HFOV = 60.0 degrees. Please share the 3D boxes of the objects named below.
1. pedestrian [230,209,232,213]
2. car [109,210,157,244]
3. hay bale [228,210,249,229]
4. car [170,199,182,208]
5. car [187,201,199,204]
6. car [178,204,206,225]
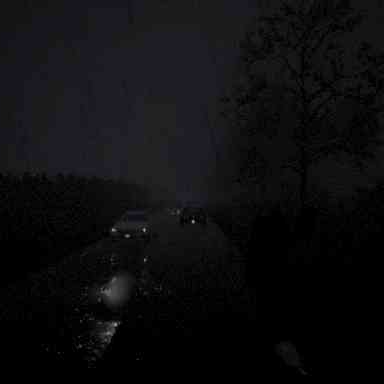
[{"bbox_3d":[2.819,1.811,23.667,0.375,1.300,0.375,0,0,0],"label":"pedestrian"},{"bbox_3d":[-2.854,1.696,16.999,1.812,1.442,4.674,0,-1,0],"label":"car"},{"bbox_3d":[3.123,1.878,22.546,1.220,1.180,1.240,0,0,0],"label":"hay bale"},{"bbox_3d":[-2.820,2.020,58.130,2.128,1.511,4.902,0,0,0],"label":"car"},{"bbox_3d":[0.094,1.872,41.749,1.882,1.535,5.008,0,-1,0],"label":"car"},{"bbox_3d":[0.094,1.855,26.017,1.895,1.301,4.718,0,-1,0],"label":"car"}]
